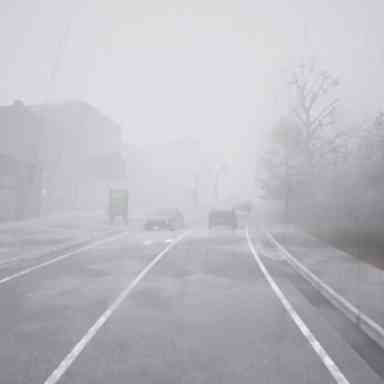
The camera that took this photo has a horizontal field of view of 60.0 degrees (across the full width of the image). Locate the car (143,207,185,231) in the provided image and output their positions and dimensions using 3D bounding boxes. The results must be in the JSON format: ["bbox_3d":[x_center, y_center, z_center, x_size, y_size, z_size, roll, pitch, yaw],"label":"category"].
[{"bbox_3d":[-1.716,1.751,22.357,2.033,1.411,5.357,-1,-1,9],"label":"car"}]

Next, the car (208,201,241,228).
[{"bbox_3d":[2.302,1.645,23.731,1.882,1.535,5.008,-1,0,10],"label":"car"}]

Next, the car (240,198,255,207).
[{"bbox_3d":[10.682,2.008,63.487,1.812,1.442,4.674,-2,-1,21],"label":"car"}]

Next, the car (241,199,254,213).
[{"bbox_3d":[6.429,1.781,40.938,1.812,1.442,4.674,-2,-1,17],"label":"car"}]
